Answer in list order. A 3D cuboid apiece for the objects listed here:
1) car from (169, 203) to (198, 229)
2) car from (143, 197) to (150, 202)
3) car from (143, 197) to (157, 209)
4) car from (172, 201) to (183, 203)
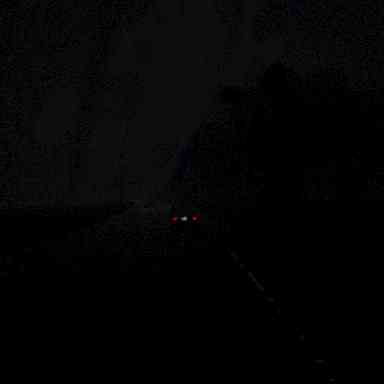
[{"bbox_3d":[-0.556,1.746,23.457,2.033,1.411,5.357,0,0,-3],"label":"car"},{"bbox_3d":[-12.605,2.043,92.269,1.837,1.490,4.892,0,0,-11],"label":"car"},{"bbox_3d":[-6.681,1.906,53.554,2.033,1.411,5.357,0,0,-6],"label":"car"},{"bbox_3d":[-1.878,1.860,42.344,2.033,1.411,5.357,0,0,-5],"label":"car"}]
